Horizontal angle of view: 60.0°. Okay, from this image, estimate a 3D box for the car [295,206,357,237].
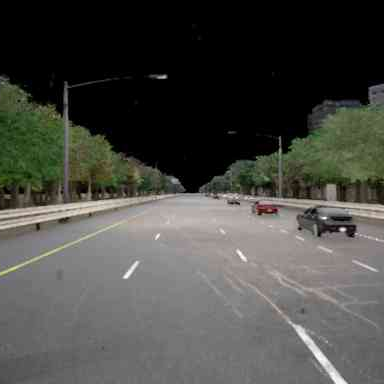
[{"bbox_3d":[7.005,1.509,17.874,1.837,1.490,4.892,0,0,0],"label":"car"}]

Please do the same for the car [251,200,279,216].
[{"bbox_3d":[7.009,1.503,32.433,1.882,1.535,5.008,0,0,0],"label":"car"}]

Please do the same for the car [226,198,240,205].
[{"bbox_3d":[7.014,1.620,57.478,1.895,1.301,4.718,0,0,0],"label":"car"}]
